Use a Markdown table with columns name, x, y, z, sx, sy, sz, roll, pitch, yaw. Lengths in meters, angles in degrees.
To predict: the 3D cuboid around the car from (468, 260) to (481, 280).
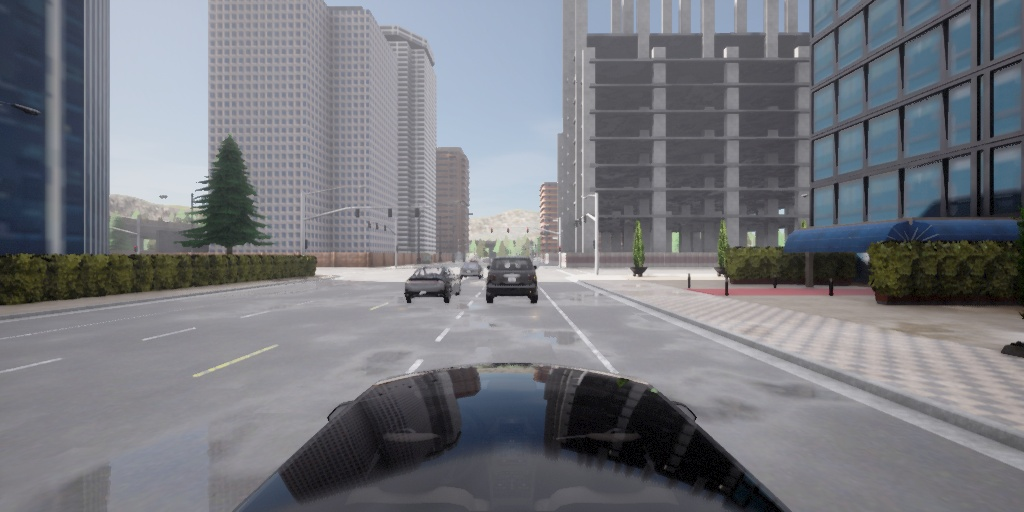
| name | x | y | z | sx | sy | sz | roll | pitch | yaw |
| --- | --- | --- | --- | --- | --- | --- | --- | --- | --- |
| car | -3.507 | 1.311 | 31.509 | 2.033 | 1.411 | 5.357 | 0 | 0 | 0 |

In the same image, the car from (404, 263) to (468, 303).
| name | x | y | z | sx | sy | sz | roll | pitch | yaw |
| --- | --- | --- | --- | --- | --- | --- | --- | --- | --- |
| car | -3.500 | 1.243 | 16.500 | 2.128 | 1.511 | 4.902 | 0 | 0 | 0 |

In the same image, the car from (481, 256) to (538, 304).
| name | x | y | z | sx | sy | sz | roll | pitch | yaw |
| --- | --- | --- | --- | --- | --- | --- | --- | --- | --- |
| car | 0.000 | 1.006 | 16.530 | 2.150 | 2.045 | 5.566 | 0 | 0 | 0 |
